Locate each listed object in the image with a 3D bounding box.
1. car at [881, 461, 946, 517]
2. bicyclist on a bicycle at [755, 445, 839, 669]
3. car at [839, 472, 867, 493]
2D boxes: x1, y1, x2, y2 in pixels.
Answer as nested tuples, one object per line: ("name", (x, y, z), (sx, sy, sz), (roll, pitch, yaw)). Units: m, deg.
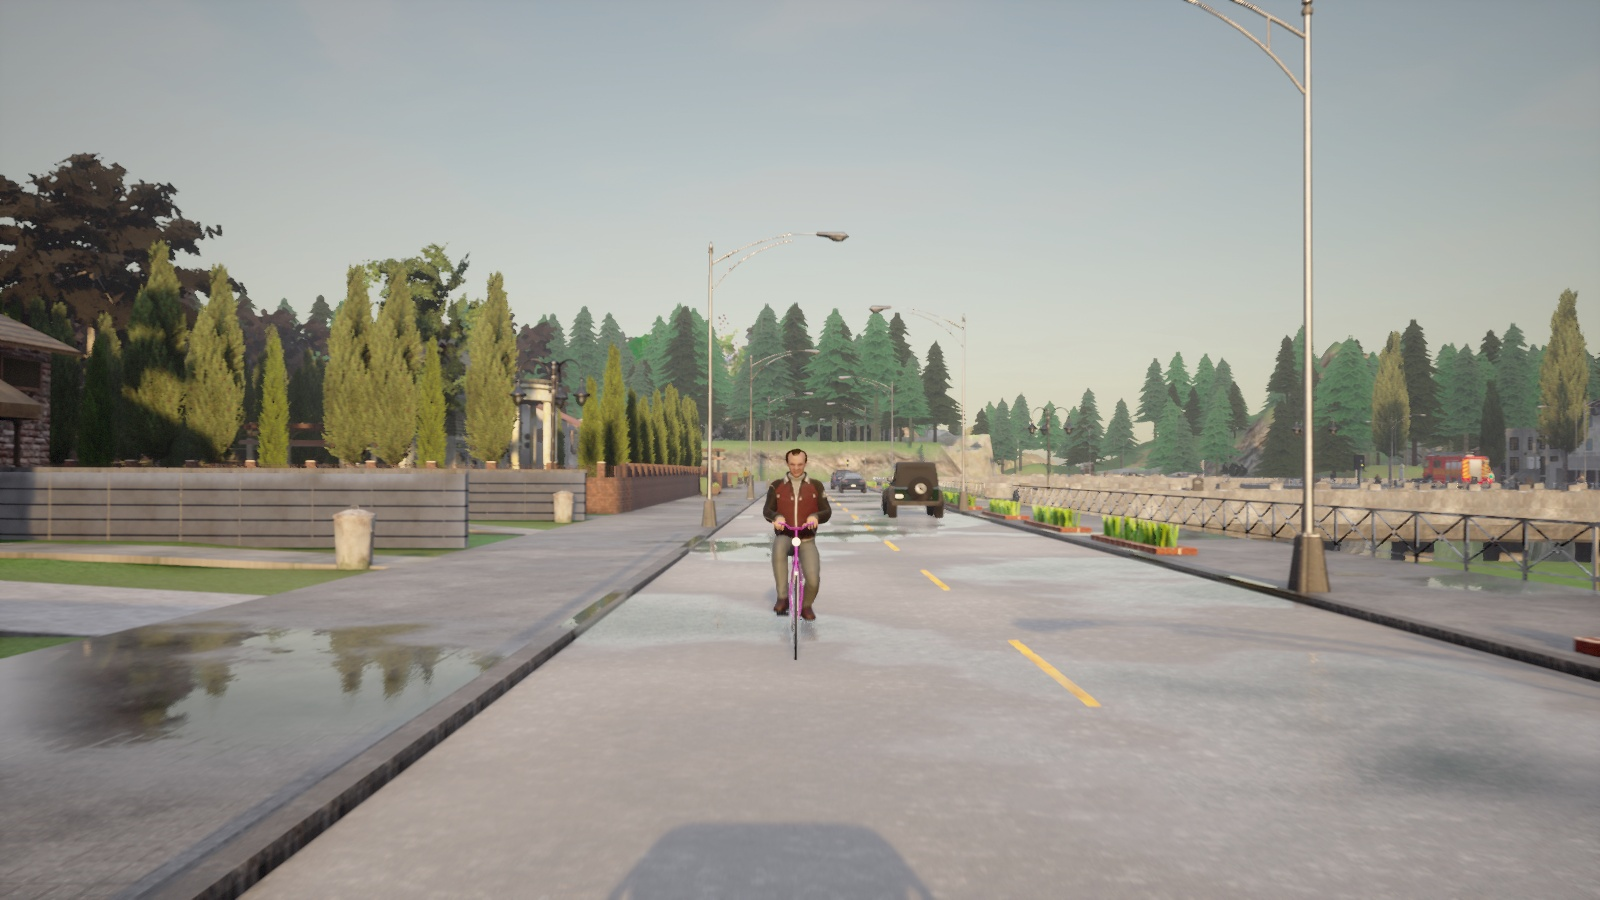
("car", (3.897, 1.325, 43.595), (1.905, 1.878, 3.866), (0, -1, 0))
("bicyclist on a bicycle", (-0.026, 0.868, 10.889), (0.659, 1.776, 1.843), (0, -1, 0))
("car", (3.787, 2.348, 90.966), (1.812, 1.442, 4.674), (0, -1, 0))
